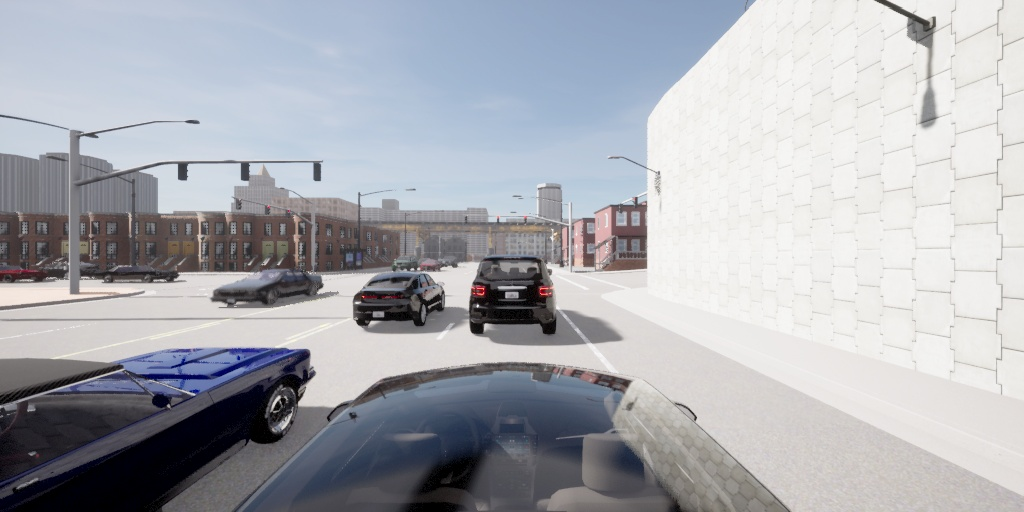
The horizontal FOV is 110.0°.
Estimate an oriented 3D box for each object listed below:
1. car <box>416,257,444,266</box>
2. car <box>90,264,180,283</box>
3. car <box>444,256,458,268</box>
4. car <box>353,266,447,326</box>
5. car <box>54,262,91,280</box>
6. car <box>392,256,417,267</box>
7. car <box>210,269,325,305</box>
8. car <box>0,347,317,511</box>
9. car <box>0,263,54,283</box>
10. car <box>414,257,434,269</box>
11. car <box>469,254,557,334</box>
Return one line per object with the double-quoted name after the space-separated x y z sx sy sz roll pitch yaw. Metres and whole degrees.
-10.610 1.228 46.874 1.882 1.535 5.008 0 0 0 "car"
-28.178 1.351 27.081 4.718 1.301 1.895 0 0 0 "car"
-10.592 0.968 60.970 2.150 2.045 5.566 0 0 0 "car"
-3.422 1.255 11.624 1.837 1.490 4.892 0 0 0 "car"
-38.203 1.255 30.728 4.892 1.490 1.837 0 0 0 "car"
-14.104 0.971 47.554 2.150 2.045 5.566 0 0 0 "car"
-10.604 1.297 16.175 2.033 1.411 5.357 0 0 0 "car"
-3.397 1.351 2.370 1.895 1.301 4.718 0 0 0 "car"
-38.295 1.351 27.045 4.718 1.301 1.895 0 0 0 "car"
-14.097 1.103 57.678 2.097 1.767 4.553 0 0 0 "car"
0.062 0.971 10.734 2.150 2.045 5.566 0 0 1 "car"
